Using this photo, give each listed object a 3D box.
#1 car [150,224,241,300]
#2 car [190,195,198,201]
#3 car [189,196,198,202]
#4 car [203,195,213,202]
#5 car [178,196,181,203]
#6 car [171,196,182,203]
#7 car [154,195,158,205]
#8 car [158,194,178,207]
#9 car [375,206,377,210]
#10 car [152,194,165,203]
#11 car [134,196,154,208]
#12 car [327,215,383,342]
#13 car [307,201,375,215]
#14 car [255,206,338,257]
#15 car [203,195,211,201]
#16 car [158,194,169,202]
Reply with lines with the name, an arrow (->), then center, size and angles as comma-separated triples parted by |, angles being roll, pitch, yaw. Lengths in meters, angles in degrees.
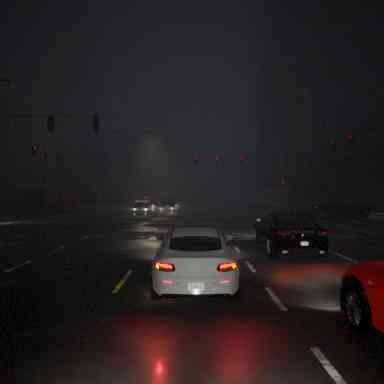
car -> 0.067, 1.526, 8.250 | 1.812, 1.442, 4.674 | 0, 0, 0
car -> 0.543, 1.594, 89.301 | 1.895, 1.301, 4.718 | 0, 0, 1
car -> 0.284, 1.594, 73.236 | 1.895, 1.301, 4.718 | 0, 0, 1
car -> 3.873, 1.476, 79.099 | 1.882, 1.535, 5.008 | 0, 0, 1
car -> -3.510, 1.504, 60.401 | 1.837, 1.490, 4.892 | 0, 0, 1
car -> -3.263, 1.538, 70.996 | 2.033, 1.411, 5.357 | 0, 0, 1
car -> -7.060, 1.490, 58.050 | 2.128, 1.511, 4.902 | 0, 0, 1
car -> -3.674, 1.477, 51.174 | 1.882, 1.535, 5.008 | 0, 0, 1
car -> 16.431, 1.600, 34.622 | 4.718, 1.301, 1.895 | 0, 0, 0
car -> -6.823, 1.351, 68.108 | 2.097, 1.767, 4.553 | 0, 0, 1
car -> -7.212, 1.477, 48.782 | 1.882, 1.535, 5.008 | 0, 0, 1
car -> 3.604, 1.352, 3.919 | 2.097, 1.767, 4.553 | 0, 0, 0
car -> 11.865, 1.477, 27.455 | 5.008, 1.535, 1.882 | 0, 0, 0
car -> 3.654, 1.477, 12.959 | 1.882, 1.535, 5.008 | 0, 0, 2
car -> 4.042, 1.476, 89.213 | 1.882, 1.535, 5.008 | 0, 0, 1
car -> -6.643, 1.339, 78.198 | 2.097, 1.767, 4.553 | 0, 0, 1
